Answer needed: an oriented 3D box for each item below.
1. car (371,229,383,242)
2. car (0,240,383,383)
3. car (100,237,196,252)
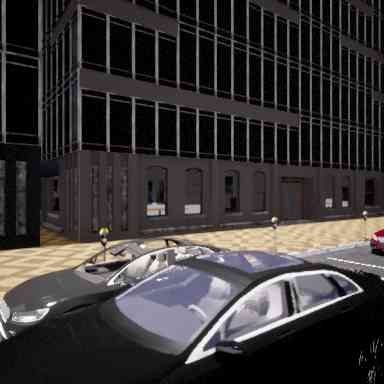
[{"bbox_3d":[8.403,1.581,12.517,4.206,1.307,1.802,0,0,-35],"label":"car"},{"bbox_3d":[0.361,1.491,3.630,4.902,1.511,2.128,0,0,-35],"label":"car"},{"bbox_3d":[-0.879,1.551,5.926,4.403,1.369,2.008,0,0,-35],"label":"car"}]
